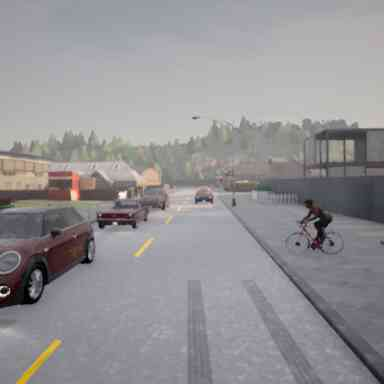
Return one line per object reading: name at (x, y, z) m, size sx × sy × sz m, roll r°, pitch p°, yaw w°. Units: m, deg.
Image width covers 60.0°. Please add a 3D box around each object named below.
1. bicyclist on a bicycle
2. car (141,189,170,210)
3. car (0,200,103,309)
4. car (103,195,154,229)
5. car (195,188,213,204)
bicyclist on a bicycle at (3.515, 1.027, 9.529) m, size 1.656 × 1.620 × 0.582 m, roll -1°, pitch 2°, yaw 2°
car at (-3.116, 0.520, 27.878) m, size 2.097 × 1.767 × 4.553 m, roll 0°, pitch 2°, yaw 2°
car at (-3.870, 1.153, 7.605) m, size 2.097 × 1.767 × 4.553 m, roll 0°, pitch 2°, yaw 2°
car at (-3.503, 1.089, 17.646) m, size 1.895 × 1.301 × 4.718 m, roll 0°, pitch 2°, yaw 2°
car at (1.290, 0.510, 35.034) m, size 1.895 × 1.301 × 4.718 m, roll 0°, pitch 2°, yaw 3°
